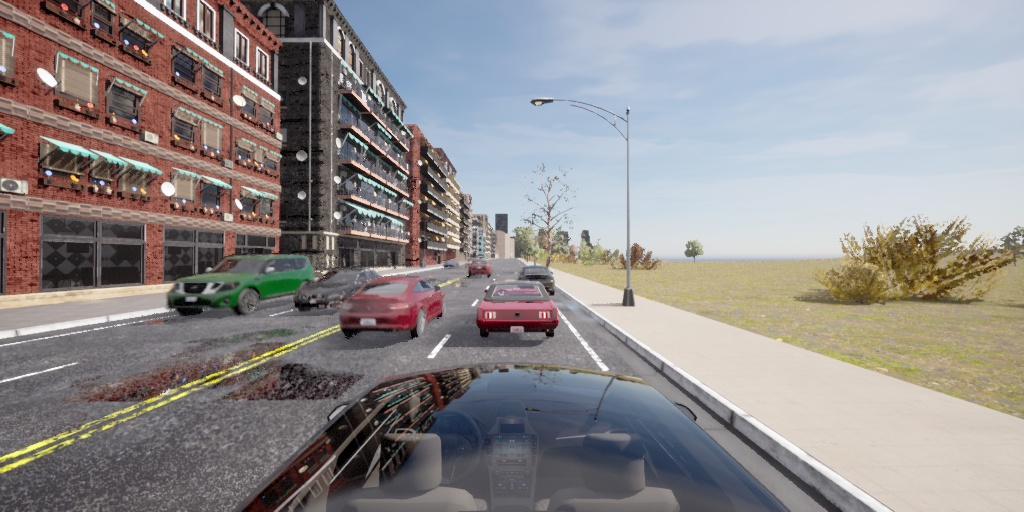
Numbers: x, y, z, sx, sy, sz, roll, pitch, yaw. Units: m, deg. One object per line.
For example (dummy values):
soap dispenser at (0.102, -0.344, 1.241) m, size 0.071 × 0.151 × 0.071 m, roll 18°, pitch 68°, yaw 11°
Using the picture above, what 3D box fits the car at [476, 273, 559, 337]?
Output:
car at (0.136, 1.352, 10.224) m, size 1.895 × 1.301 × 4.718 m, roll 0°, pitch 0°, yaw 0°

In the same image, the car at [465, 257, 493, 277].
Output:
car at (-3.000, 1.102, 35.104) m, size 2.097 × 1.767 × 4.553 m, roll 0°, pitch 0°, yaw 0°

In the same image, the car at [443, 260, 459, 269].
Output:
car at (-9.593, 1.296, 56.845) m, size 2.033 × 1.411 × 5.357 m, roll 0°, pitch 0°, yaw 0°

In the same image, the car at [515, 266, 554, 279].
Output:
car at (1.215, 1.257, 19.424) m, size 1.837 × 1.490 × 4.892 m, roll 0°, pitch 0°, yaw 0°

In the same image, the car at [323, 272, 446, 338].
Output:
car at (-3.116, 1.277, 10.089) m, size 1.812 × 1.442 × 4.674 m, roll 0°, pitch 0°, yaw 0°

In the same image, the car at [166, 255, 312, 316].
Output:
car at (-9.797, 0.972, 13.718) m, size 2.150 × 2.045 × 5.566 m, roll 0°, pitch 0°, yaw 0°

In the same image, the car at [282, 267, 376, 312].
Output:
car at (-6.546, 1.256, 14.246) m, size 1.837 × 1.490 × 4.892 m, roll 0°, pitch 0°, yaw 0°
